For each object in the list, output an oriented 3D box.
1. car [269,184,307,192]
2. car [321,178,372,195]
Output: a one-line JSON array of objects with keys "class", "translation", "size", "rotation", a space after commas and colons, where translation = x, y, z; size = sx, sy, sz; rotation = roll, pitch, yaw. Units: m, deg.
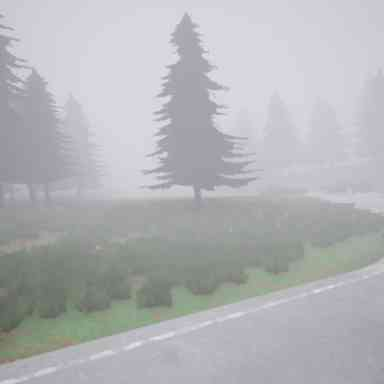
[{"class": "car", "translation": [8.999, -0.123, 32.847], "size": [1.895, 1.301, 4.718], "rotation": [-7, 4, -39]}, {"class": "car", "translation": [14.110, -0.500, 30.723], "size": [2.128, 1.511, 4.902], "rotation": [-5, 3, -21]}]
